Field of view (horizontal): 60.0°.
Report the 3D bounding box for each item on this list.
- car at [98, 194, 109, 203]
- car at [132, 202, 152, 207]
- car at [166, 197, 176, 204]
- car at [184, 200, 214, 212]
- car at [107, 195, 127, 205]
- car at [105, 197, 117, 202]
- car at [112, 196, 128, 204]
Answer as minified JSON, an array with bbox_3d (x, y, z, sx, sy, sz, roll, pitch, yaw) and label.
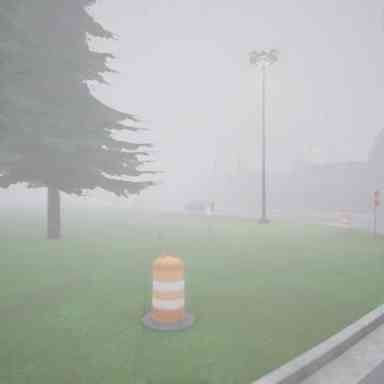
[{"bbox_3d":[-21.568,1.572,82.730,2.150,2.045,5.566,0,0,-32],"label":"car"},{"bbox_3d":[-8.418,1.728,55.525,2.128,1.511,4.902,0,0,-32],"label":"car"},{"bbox_3d":[-5.216,1.802,69.935,1.837,1.490,4.892,0,0,-32],"label":"car"},{"bbox_3d":[0.808,1.671,40.900,2.128,1.511,4.902,0,0,-32],"label":"car"},{"bbox_3d":[-14.296,1.765,64.803,2.128,1.511,4.902,0,0,-32],"label":"car"},{"bbox_3d":[-21.903,1.972,89.817,1.895,1.301,4.718,0,0,-32],"label":"car"},{"bbox_3d":[-16.032,1.790,73.957,1.882,1.535,5.008,0,0,-32],"label":"car"}]
